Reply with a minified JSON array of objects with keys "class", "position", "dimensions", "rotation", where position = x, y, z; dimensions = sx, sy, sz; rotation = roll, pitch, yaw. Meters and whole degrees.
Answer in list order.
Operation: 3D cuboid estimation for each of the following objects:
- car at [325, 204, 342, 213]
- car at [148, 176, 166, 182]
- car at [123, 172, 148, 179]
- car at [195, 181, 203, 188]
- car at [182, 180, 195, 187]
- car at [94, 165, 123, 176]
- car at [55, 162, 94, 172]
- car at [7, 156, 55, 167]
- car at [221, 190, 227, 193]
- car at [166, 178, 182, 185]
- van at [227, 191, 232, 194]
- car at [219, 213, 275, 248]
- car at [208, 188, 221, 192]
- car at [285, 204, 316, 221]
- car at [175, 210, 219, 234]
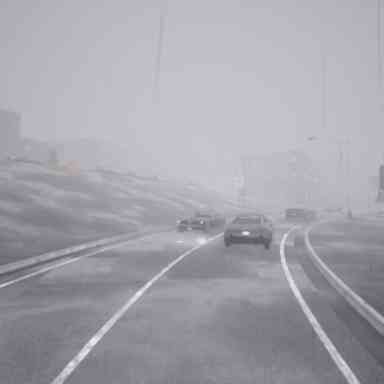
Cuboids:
[{"class":"car","position":[24.624,2.826,57.855],"dimensions":[2.097,1.767,4.553],"rotation":[-2,-3,36]},{"class":"car","position":[-6.857,-1.961,55.861],"dimensions":[2.002,1.452,4.674],"rotation":[-1,-4,28]},{"class":"car","position":[-9.488,-2.274,51.018],"dimensions":[2.163,1.488,4.792],"rotation":[-2,-4,30]},{"class":"car","position":[0.454,-1.259,70.824],"dimensions":[2.435,2.045,5.566],"rotation":[-1,-4,25]},{"class":"car","position":[-1.909,-1.490,65.739],"dimensions":[2.185,1.767,4.553],"rotation":[-1,-4,26]},{"class":"car","position":[-12.313,-2.740,46.055],"dimensions":[2.185,1.767,4.553],"rotation":[-2,-4,31]},{"class":"car","position":[-15.151,-2.911,41.317],"dimensions":[2.097,1.535,5.008],"rotation":[-2,-4,32]},{"class":"car","position":[-18.102,-3.166,36.625],"dimensions":[2.002,1.452,4.674],"rotation":[-2,-4,33]},{"class":"car","position":[6.760,0.236,86.096],"dimensions":[2.002,1.452,4.674],"rotation":[-1,-5,21]},{"class":"car","position":[-4.376,-1.699,60.674],"dimensions":[2.231,1.521,4.892],"rotation":[-1,-4,27]},{"class":"van","position":[8.741,0.431,91.413],"dimensions":[1.878,1.987,4.442],"rotation":[-1,-5,20]},{"class":"car","position":[2.753,1.675,15.487],"dimensions":[1.994,1.385,4.181],"rotation":[-1,-1,16]},{"class":"car","position":[4.750,-0.190,80.948],"dimensions":[2.002,1.452,4.674],"rotation":[-1,-5,22]},{"class":"car","position":[10.406,1.895,31.618],"dimensions":[1.882,1.535,5.008],"rotation":[-2,-2,33]},{"class":"car","position":[0.654,1.827,20.948],"dimensions":[1.895,1.301,4.718],"rotation":[-1,-1,21]}]
